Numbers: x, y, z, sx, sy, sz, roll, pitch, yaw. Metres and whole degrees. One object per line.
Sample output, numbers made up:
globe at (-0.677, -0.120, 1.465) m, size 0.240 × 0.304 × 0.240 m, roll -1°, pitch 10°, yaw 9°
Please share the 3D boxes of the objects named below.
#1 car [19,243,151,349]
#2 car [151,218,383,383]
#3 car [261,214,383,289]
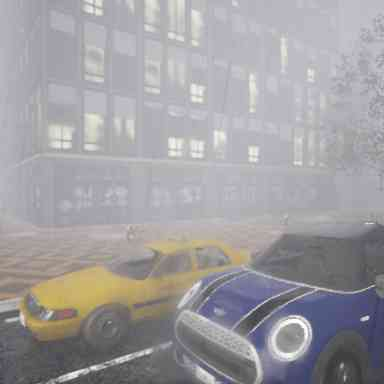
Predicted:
car at (-0.487, 1.504, 6.210) m, size 4.829 × 1.417 × 1.752 m, roll 0°, pitch 0°, yaw -36°
car at (1.964, 1.323, 4.780) m, size 4.553 × 1.767 × 2.097 m, roll 0°, pitch 0°, yaw -35°
car at (4.286, 1.489, 9.616) m, size 4.403 × 1.369 × 2.008 m, roll 0°, pitch 0°, yaw -36°
